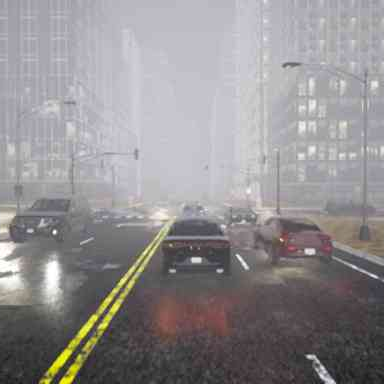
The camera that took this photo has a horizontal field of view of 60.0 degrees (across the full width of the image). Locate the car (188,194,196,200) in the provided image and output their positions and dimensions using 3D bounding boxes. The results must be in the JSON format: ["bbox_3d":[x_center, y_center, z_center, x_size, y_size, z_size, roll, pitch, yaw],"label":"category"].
[{"bbox_3d":[0.058,1.522,85.409,1.882,1.535,5.008,0,0,0],"label":"car"}]

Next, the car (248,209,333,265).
[{"bbox_3d":[3.353,1.540,11.712,1.812,1.442,4.674,0,-1,0],"label":"car"}]

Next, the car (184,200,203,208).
[{"bbox_3d":[0.114,1.572,23.866,2.033,1.411,5.357,0,0,0],"label":"car"}]

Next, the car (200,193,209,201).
[{"bbox_3d":[3.309,1.269,85.436,2.150,2.045,5.566,0,0,0],"label":"car"}]

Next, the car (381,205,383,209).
[{"bbox_3d":[21.839,1.703,42.890,4.829,1.417,1.752,0,0,1],"label":"car"}]

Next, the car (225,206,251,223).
[{"bbox_3d":[3.366,1.625,23.916,1.895,1.301,4.718,0,0,0],"label":"car"}]

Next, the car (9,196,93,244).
[{"bbox_3d":[-6.572,1.242,16.296,2.150,2.045,5.566,0,0,0],"label":"car"}]

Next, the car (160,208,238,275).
[{"bbox_3d":[0.104,1.490,10.509,1.882,1.535,5.008,0,0,0],"label":"car"}]

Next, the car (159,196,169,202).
[{"bbox_3d":[-6.450,1.605,76.128,1.994,1.385,4.181,0,0,0],"label":"car"}]

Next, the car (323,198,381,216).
[{"bbox_3d":[16.224,1.568,34.608,5.009,1.841,2.192,0,0,1],"label":"car"}]
